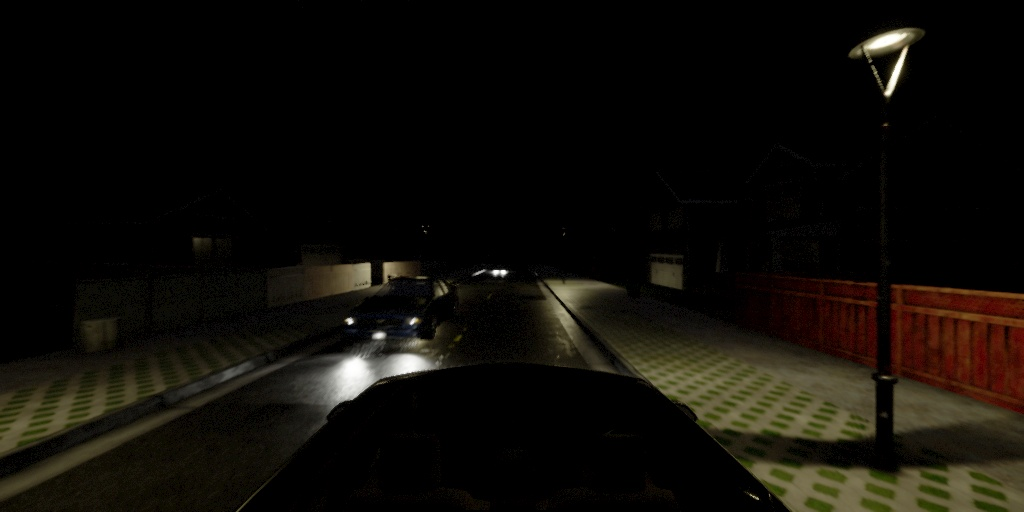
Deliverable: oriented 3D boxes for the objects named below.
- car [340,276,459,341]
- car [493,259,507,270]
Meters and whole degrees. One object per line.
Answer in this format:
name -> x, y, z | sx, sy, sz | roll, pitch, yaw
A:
car -> -2.755, 1.296, 10.207 | 2.033, 1.411, 5.357 | 0, 0, 1
car -> -1.730, 1.245, 53.076 | 2.128, 1.511, 4.902 | 0, 0, 2
